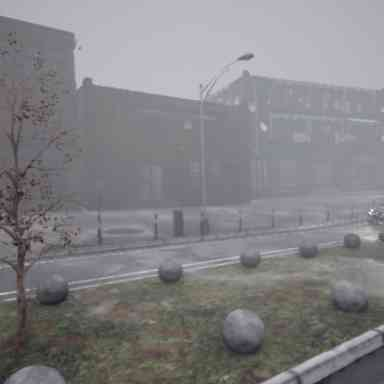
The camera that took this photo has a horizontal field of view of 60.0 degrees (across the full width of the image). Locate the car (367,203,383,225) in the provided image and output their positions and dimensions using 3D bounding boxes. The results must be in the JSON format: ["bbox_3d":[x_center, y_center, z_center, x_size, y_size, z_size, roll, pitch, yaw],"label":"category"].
[{"bbox_3d":[13.026,1.062,20.666,4.553,1.767,2.097,-5,3,-29],"label":"car"}]
